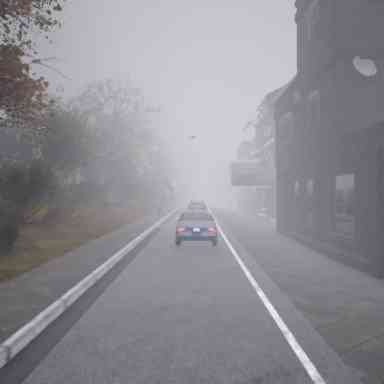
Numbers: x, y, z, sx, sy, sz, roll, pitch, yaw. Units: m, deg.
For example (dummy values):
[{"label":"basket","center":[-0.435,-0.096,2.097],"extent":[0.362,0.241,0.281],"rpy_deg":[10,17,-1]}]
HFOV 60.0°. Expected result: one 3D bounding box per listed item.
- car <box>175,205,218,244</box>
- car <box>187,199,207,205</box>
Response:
[{"label":"car","center":[0.210,1.554,15.701],"extent":[2.033,1.411,5.357],"rpy_deg":[0,0,1]},{"label":"car","center":[0.558,1.508,34.842],"extent":[2.128,1.511,4.902],"rpy_deg":[0,0,1]}]
